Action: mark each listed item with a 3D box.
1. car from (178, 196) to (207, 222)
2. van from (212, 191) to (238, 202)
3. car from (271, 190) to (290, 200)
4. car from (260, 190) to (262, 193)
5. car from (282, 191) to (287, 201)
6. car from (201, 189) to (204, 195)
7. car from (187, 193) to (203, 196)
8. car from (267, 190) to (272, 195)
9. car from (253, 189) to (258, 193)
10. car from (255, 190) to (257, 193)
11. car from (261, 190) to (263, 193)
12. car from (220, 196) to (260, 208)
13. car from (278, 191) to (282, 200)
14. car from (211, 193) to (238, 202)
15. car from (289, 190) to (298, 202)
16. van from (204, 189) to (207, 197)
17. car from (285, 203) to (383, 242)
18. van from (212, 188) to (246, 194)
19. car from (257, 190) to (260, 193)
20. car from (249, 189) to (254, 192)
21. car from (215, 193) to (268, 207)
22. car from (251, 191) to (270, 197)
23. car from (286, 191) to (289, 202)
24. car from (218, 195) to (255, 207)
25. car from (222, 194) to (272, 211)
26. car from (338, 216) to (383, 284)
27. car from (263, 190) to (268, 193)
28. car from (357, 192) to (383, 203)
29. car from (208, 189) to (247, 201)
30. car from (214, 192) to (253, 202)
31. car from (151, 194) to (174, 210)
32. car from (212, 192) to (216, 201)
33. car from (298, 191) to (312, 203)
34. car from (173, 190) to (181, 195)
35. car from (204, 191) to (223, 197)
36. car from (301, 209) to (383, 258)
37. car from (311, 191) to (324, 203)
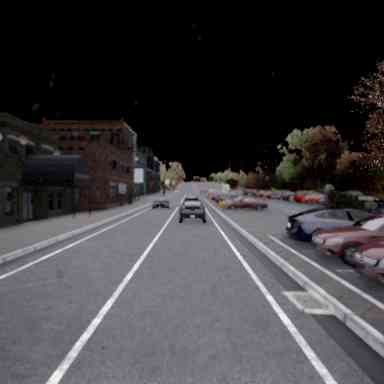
[{"bbox_3d":[0.038,1.336,24.417,1.837,1.490,4.892,0,1,0],"label":"car"},{"bbox_3d":[5.822,0.766,58.575,4.442,1.987,1.878,0,1,0],"label":"van"},{"bbox_3d":[19.051,0.769,66.938,4.553,1.767,2.185,0,1,0],"label":"car"},{"bbox_3d":[18.988,0.633,78.079,4.553,1.767,2.185,0,1,0],"label":"car"},{"bbox_3d":[19.024,0.992,58.585,5.008,1.535,2.097,0,1,0],"label":"car"},{"bbox_3d":[5.755,0.649,86.409,5.366,1.575,1.946,0,1,0],"label":"car"},{"bbox_3d":[-0.022,1.144,41.505,2.128,1.511,4.902,0,1,0],"label":"car"},{"bbox_3d":[19.026,0.863,69.725,4.892,1.521,2.231,0,1,0],"label":"car"},{"bbox_3d":[18.989,0.526,86.432,4.553,1.767,2.185,0,1,0],"label":"car"},{"bbox_3d":[19.023,0.728,83.650,4.674,1.452,2.002,0,1,0],"label":"car"},{"bbox_3d":[19.024,0.793,75.296,5.008,1.535,2.097,0,1,0],"label":"car"},{"bbox_3d":[5.967,1.213,41.879,4.792,1.488,2.163,0,1,0],"label":"car"},{"bbox_3d":[18.989,0.989,61.372,4.792,1.488,2.163,0,1,0],"label":"car"},{"bbox_3d":[5.933,0.961,61.361,4.892,1.521,2.231,0,1,0],"label":"car"},{"bbox_3d":[19.047,0.803,53.138,5.566,2.045,2.435,0,1,0],"label":"car"},{"bbox_3d":[5.823,0.497,80.903,4.442,1.987,1.878,0,1,0],"label":"van"},{"bbox_3d":[6.157,1.346,13.120,4.792,1.488,2.163,0,1,0],"label":"car"},{"bbox_3d":[5.822,0.829,53.133,4.442,1.987,1.878,0,1,0],"label":"van"},{"bbox_3d":[19.014,0.723,80.865,5.008,1.535,2.097,0,1,0],"label":"car"},{"bbox_3d":[18.992,0.364,89.214,5.566,2.045,2.435,0,1,0],"label":"car"},{"bbox_3d":[5.753,1.212,39.096,5.366,1.575,1.946,0,1,0],"label":"car"},{"bbox_3d":[19.049,0.607,92.006,4.792,1.488,2.163,0,1,0],"label":"car"},{"bbox_3d":[19.204,1.020,55.926,5.366,1.575,1.946,0,1,0],"label":"car"},{"bbox_3d":[5.941,1.191,44.663,4.674,1.452,2.002,0,1,0],"label":"car"},{"bbox_3d":[5.953,1.285,36.455,4.674,1.452,2.002,1,1,0],"label":"car"},{"bbox_3d":[6.115,1.410,7.468,4.674,1.452,2.002,0,1,0],"label":"car"},{"bbox_3d":[18.992,0.576,72.506,5.566,2.045,2.435,0,1,0],"label":"car"},{"bbox_3d":[18.987,1.121,36.306,4.553,1.767,2.185,0,1,0],"label":"car"},{"bbox_3d":[5.911,0.773,55.791,5.566,2.045,2.435,0,1,0],"label":"car"},{"bbox_3d":[5.909,1.149,47.445,4.792,1.488,2.163,0,1,0],"label":"car"},{"bbox_3d":[-3.457,1.237,38.084,2.033,1.411,5.357,0,1,0],"label":"car"},{"bbox_3d":[5.932,1.089,50.228,4.892,1.521,2.231,0,1,0],"label":"car"},{"bbox_3d":[18.987,0.962,50.231,4.553,1.767,2.185,0,1,0],"label":"car"},{"bbox_3d":[-3.500,0.371,78.711,1.812,1.442,4.674,0,1,0],"label":"car"},{"bbox_3d":[5.935,0.578,91.976,5.008,1.535,2.097,0,1,0],"label":"car"},{"bbox_3d":[6.122,1.383,10.293,4.674,1.452,2.002,0,1,0],"label":"car"},{"bbox_3d":[19.050,1.024,44.786,4.553,1.767,2.185,0,1,0],"label":"car"}]
